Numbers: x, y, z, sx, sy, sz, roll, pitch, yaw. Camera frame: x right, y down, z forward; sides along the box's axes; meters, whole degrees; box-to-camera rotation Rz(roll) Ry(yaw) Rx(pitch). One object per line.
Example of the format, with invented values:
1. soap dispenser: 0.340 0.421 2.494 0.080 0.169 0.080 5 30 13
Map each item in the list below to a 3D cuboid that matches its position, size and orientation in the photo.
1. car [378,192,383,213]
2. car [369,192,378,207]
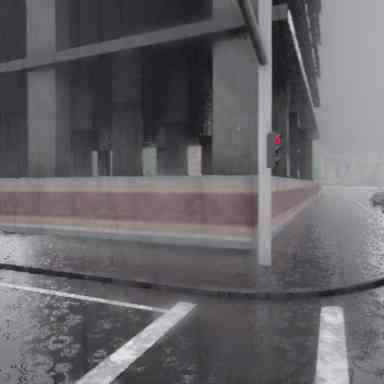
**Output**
1. car: 14.234 0.709 22.441 2.097 1.767 4.553 0 2 23
2. car: 18.122 0.686 31.616 1.994 1.385 4.181 0 2 23
